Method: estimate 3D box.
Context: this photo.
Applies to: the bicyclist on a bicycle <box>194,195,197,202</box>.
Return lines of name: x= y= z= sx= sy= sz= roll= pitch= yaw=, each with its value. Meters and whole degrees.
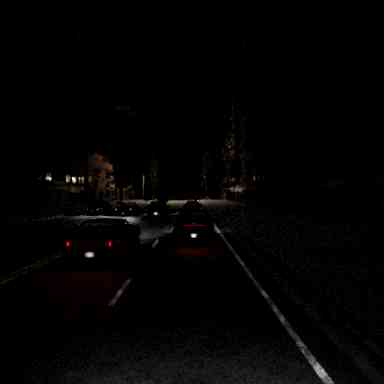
bicyclist on a bicycle: x=0.790 y=1.721 z=72.911 sx=0.866 sy=1.612 sz=1.509 roll=0 pitch=0 yaw=0

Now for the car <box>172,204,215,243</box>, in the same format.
car: x=0.075 y=1.581 z=16.529 sx=1.837 sy=1.490 sz=4.892 roll=0 pitch=0 yaw=0

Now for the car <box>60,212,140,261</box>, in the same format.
car: x=-3.174 y=1.657 z=12.542 sx=1.895 sy=1.301 sz=4.718 roll=0 pitch=0 yaw=0

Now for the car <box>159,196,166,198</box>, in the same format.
car: x=-6.604 y=1.738 z=74.830 sx=1.882 sy=1.535 sz=5.008 roll=0 pitch=0 yaw=0

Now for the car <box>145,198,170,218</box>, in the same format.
car: x=-3.197 y=1.647 z=31.785 sx=1.837 sy=1.490 sz=4.892 roll=0 pitch=0 yaw=0

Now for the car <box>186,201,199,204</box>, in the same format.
car: x=0.053 y=1.674 z=33.610 sx=1.812 sy=1.442 sz=4.674 roll=0 pitch=0 yaw=0

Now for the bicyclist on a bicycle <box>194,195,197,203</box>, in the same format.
bicyclist on a bicycle: x=0.781 y=1.677 z=81.909 sx=0.659 sy=1.776 sz=1.843 roll=0 pitch=0 yaw=0

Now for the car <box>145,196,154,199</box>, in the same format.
car: x=-9.858 y=1.606 z=77.871 sx=2.033 sy=1.411 sz=5.357 roll=0 pitch=0 yaw=0

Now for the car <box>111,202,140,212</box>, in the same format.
car: x=-6.645 y=1.752 z=34.328 sx=1.895 sy=1.301 sz=4.718 roll=0 pitch=0 yaw=0

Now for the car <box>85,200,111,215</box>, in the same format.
car: x=-9.893 y=1.662 z=35.419 sx=1.837 sy=1.490 sz=4.892 roll=0 pitch=-1 yaw=0
